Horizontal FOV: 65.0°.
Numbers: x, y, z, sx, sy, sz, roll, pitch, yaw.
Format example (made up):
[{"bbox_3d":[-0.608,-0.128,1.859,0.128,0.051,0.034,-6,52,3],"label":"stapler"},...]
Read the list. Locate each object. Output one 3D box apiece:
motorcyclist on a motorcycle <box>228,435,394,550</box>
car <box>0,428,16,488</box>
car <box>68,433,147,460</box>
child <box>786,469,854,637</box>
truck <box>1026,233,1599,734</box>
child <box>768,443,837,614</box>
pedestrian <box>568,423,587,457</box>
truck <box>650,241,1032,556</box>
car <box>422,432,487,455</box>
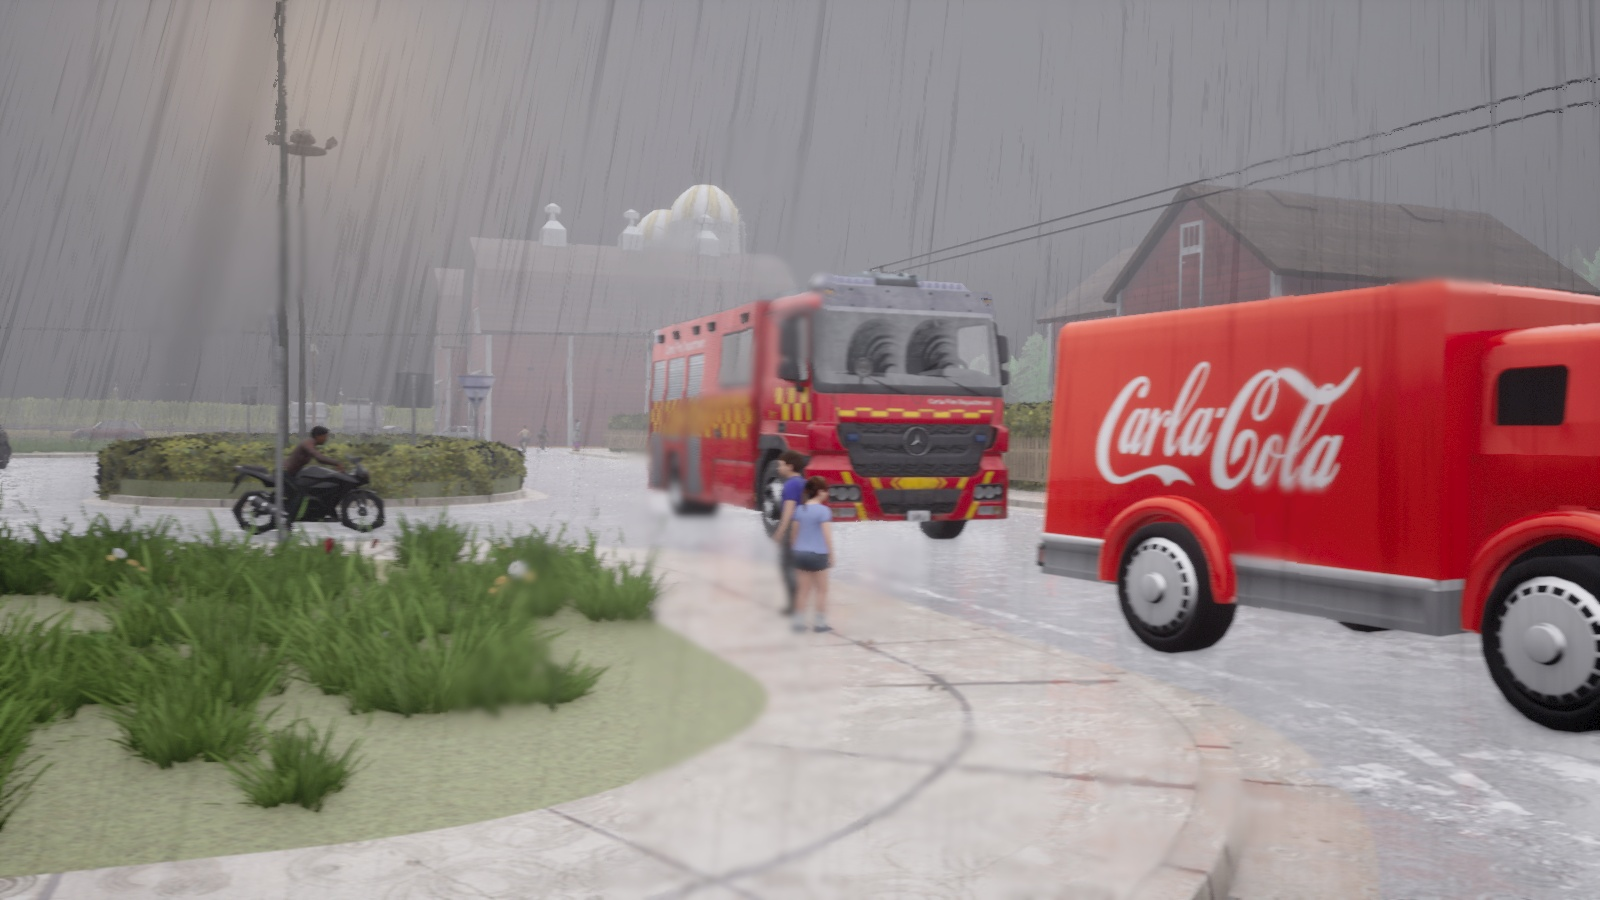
[{"bbox_3d":[-6.772,0.568,17.512,2.044,1.523,0.797,-1,1,-14],"label":"motorcyclist on a motorcycle"},{"bbox_3d":[-25.689,0.265,38.534,1.932,1.855,4.605,-1,1,-21],"label":"car"},{"bbox_3d":[-47.297,-0.230,85.896,4.553,1.767,2.097,-1,1,-23],"label":"car"},{"bbox_3d":[0.141,0.691,8.629,0.255,1.110,0.394,0,1,42],"label":"child"},{"bbox_3d":[4.226,0.129,8.376,2.627,2.467,5.204,-1,1,-29],"label":"truck"},{"bbox_3d":[0.019,0.579,9.461,0.437,1.263,0.270,0,1,23],"label":"child"},{"bbox_3d":[-12.748,-0.580,71.991,0.873,1.952,0.659,-1,1,4],"label":"pedestrian"},{"bbox_3d":[0.126,-0.689,19.731,2.891,3.827,8.468,-1,1,-21],"label":"truck"},{"bbox_3d":[-23.631,-0.440,85.922,3.806,1.475,1.970,-1,1,13],"label":"car"}]
